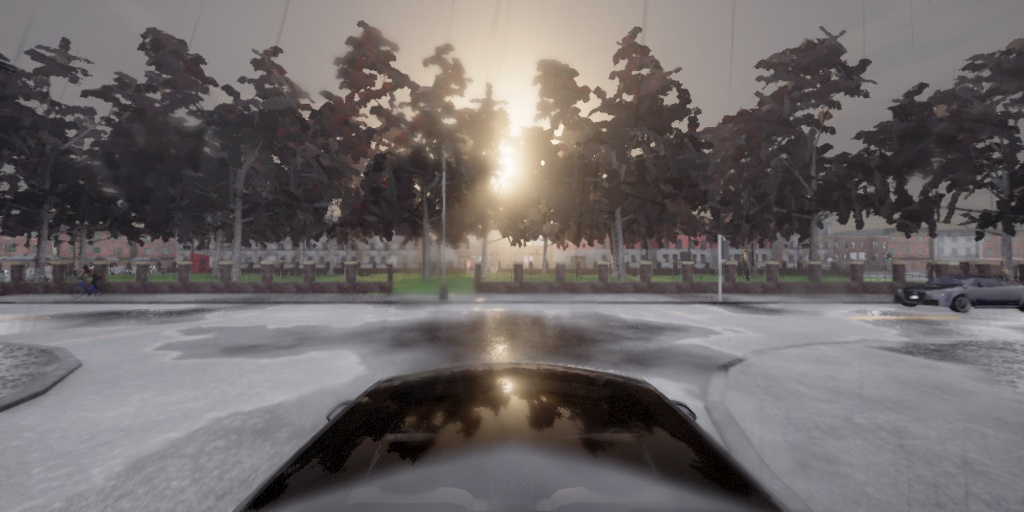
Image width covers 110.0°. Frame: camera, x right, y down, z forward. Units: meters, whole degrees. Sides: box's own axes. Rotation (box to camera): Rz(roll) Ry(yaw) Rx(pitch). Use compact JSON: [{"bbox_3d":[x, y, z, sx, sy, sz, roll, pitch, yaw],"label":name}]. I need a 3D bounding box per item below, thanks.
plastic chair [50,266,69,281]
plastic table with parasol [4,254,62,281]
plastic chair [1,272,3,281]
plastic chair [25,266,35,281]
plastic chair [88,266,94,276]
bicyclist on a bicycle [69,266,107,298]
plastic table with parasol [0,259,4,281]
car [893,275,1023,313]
[{"bbox_3d":[-38.194,1.671,30.381,0.730,1.272,0.750,0,0,-40],"label":"plastic chair"},{"bbox_3d":[-39.192,1.059,29.647,2.482,2.480,2.482,0,0,-40],"label":"plastic table with parasol"},{"bbox_3d":[-40.222,1.649,28.902,0.730,1.272,0.750,0,0,-40],"label":"plastic chair"},{"bbox_3d":[-38.289,1.658,28.674,0.750,1.272,0.730,0,0,-35],"label":"plastic chair"},{"bbox_3d":[-49.022,1.787,42.177,0.750,1.272,0.730,0,0,-38],"label":"plastic chair"},{"bbox_3d":[-22.035,1.321,18.677,0.582,1.620,1.656,0,0,0],"label":"bicyclist on a bicycle"},{"bbox_3d":[-43.613,1.020,32.290,2.482,2.480,2.482,0,0,-39],"label":"plastic table with parasol"},{"bbox_3d":[18.244,1.481,14.500,4.181,1.385,1.994,0,-1,0],"label":"car"}]
